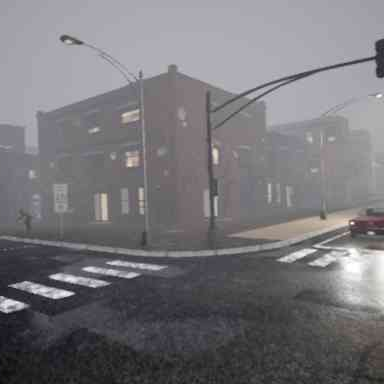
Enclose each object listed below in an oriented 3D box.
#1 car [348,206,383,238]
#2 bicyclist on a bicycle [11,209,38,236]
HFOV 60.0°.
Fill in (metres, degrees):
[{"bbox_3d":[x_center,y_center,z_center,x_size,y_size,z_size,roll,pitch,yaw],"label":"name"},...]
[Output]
[{"bbox_3d":[8.797,1.357,15.489,1.895,1.301,4.718,-2,0,40],"label":"car"},{"bbox_3d":[-10.535,1.885,20.900,0.582,1.620,1.656,-3,0,38],"label":"bicyclist on a bicycle"}]
